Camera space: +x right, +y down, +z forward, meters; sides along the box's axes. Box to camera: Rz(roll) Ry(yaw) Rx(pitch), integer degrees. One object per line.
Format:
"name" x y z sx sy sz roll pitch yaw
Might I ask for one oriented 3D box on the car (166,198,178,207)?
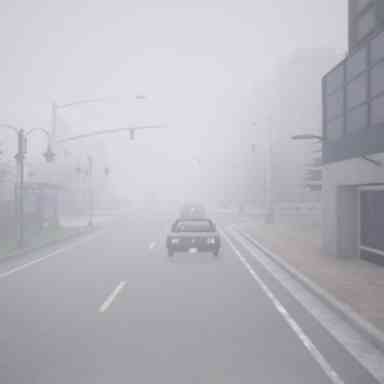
"car" -3.543 1.938 59.742 1.812 1.442 4.674 0 0 1

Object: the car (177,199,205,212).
"car" 0.071 1.557 29.683 2.097 1.767 4.553 0 -1 0

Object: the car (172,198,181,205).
"car" -3.497 2.107 75.082 1.895 1.301 4.718 0 0 0

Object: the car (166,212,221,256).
"car" 0.061 1.694 13.451 1.895 1.301 4.718 0 0 0
